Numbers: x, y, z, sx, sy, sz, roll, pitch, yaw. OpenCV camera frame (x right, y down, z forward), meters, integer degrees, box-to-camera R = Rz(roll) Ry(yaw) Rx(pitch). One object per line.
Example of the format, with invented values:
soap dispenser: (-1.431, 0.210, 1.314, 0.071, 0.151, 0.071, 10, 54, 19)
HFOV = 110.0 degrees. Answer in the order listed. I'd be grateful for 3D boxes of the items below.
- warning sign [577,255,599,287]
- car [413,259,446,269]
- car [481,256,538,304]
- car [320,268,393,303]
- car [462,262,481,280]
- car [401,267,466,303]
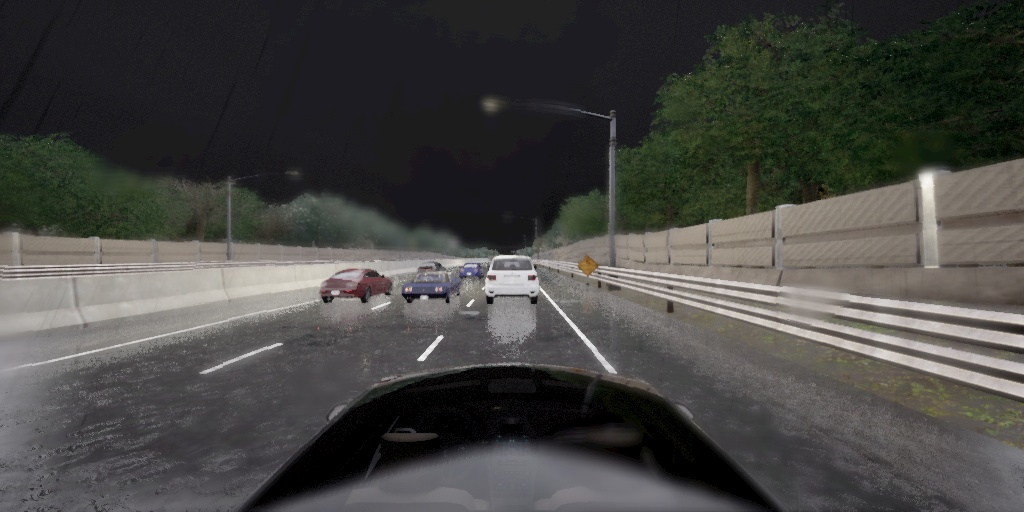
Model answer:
warning sign: (4.550, 0.865, 21.505, 1.300, 1.860, 1.060, 0, 0, 0)
car: (-7.000, 1.267, 31.500, 1.837, 1.490, 4.892, 0, 0, 0)
car: (0.000, 1.008, 16.530, 2.150, 2.045, 5.566, 0, 0, 0)
car: (-7.000, 1.284, 16.500, 1.812, 1.442, 4.674, 0, 0, 0)
car: (-3.500, 1.284, 31.500, 1.812, 1.442, 4.674, 0, 0, 0)
car: (-3.500, 1.367, 16.530, 1.895, 1.301, 4.718, 0, 0, 0)
